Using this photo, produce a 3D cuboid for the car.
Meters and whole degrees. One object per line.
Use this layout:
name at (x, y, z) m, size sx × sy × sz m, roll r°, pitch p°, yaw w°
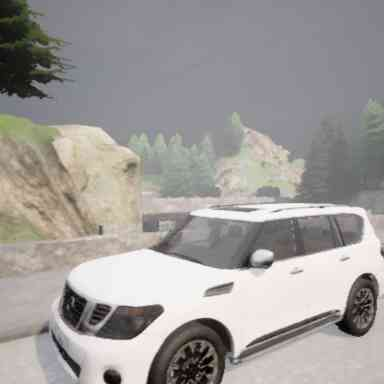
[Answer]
car at (0.842, 1.229, 5.192) m, size 5.566 × 2.045 × 2.150 m, roll 0°, pitch 0°, yaw -35°
